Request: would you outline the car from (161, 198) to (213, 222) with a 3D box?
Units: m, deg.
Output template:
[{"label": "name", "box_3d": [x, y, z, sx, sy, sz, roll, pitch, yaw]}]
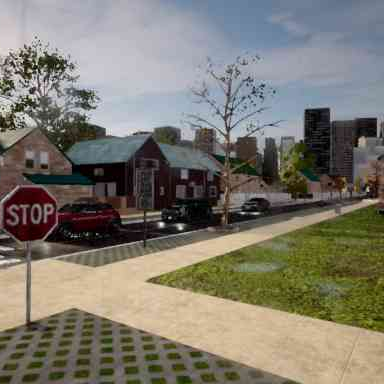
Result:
[{"label": "car", "box_3d": [-0.302, 1.229, 25.188, 2.097, 1.767, 4.553, 1, 1, 34]}]

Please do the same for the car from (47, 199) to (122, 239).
[{"label": "car", "box_3d": [-5.827, 1.280, 17.017, 2.097, 1.767, 4.553, 1, 1, 35]}]

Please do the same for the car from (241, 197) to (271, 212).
[{"label": "car", "box_3d": [7.059, 1.335, 36.156, 1.812, 1.442, 4.674, 1, 1, 35]}]
